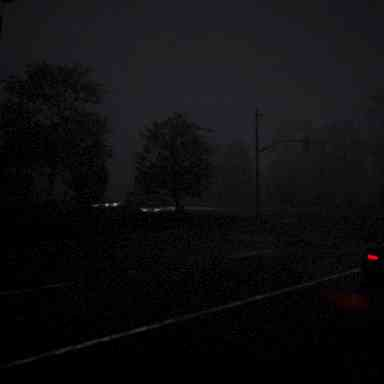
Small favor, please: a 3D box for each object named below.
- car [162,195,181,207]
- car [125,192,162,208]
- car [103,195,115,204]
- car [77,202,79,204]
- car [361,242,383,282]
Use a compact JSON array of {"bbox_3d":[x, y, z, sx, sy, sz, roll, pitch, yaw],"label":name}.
[{"bbox_3d":[-3.247,1.153,44.276,2.128,1.511,4.902,-2,1,-39],"label":"car"},{"bbox_3d":[-6.609,0.963,42.864,2.150,2.045,5.566,-2,1,-39],"label":"car"},{"bbox_3d":[-15.525,1.261,59.660,1.882,1.535,5.008,-2,0,-39],"label":"car"},{"bbox_3d":[-18.245,1.171,57.453,2.150,2.045,5.566,-2,1,-39],"label":"car"},{"bbox_3d":[6.356,1.473,8.305,5.357,1.411,2.033,-1,1,-35],"label":"car"}]
